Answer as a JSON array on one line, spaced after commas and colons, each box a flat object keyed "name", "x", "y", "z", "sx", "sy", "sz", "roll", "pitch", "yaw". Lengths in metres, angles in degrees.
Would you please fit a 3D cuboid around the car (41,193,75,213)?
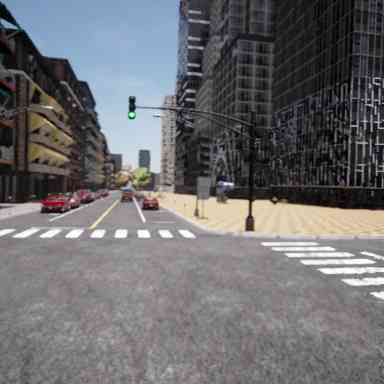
[{"name": "car", "x": -11.652, "y": 1.011, "z": 28.576, "sx": 1.887, "sy": 1.381, "sz": 4.507, "roll": 1, "pitch": 1, "yaw": -11}]

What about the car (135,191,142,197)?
[{"name": "car", "x": -13.913, "y": 0.599, "z": 85.858, "sx": 1.752, "sy": 1.417, "sz": 4.829, "roll": 1, "pitch": 0, "yaw": -11}]

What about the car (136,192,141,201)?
[{"name": "car", "x": -8.672, "y": 0.928, "z": 57.932, "sx": 2.008, "sy": 1.369, "sz": 4.403, "roll": 1, "pitch": 1, "yaw": -11}]

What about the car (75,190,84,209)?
[{"name": "car", "x": -12.693, "y": 0.844, "z": 34.127, "sx": 1.967, "sy": 1.590, "sz": 4.097, "roll": 1, "pitch": 1, "yaw": -11}]

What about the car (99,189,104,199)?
[{"name": "car", "x": -17.905, "y": 0.681, "z": 61.887, "sx": 1.802, "sy": 1.307, "sz": 4.206, "roll": 1, "pitch": 0, "yaw": -11}]

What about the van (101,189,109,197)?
[{"name": "van", "x": -22.069, "y": 0.198, "z": 84.090, "sx": 1.690, "sy": 1.788, "sz": 3.998, "roll": 1, "pitch": 0, "yaw": -11}]

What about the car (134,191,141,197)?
[{"name": "car", "x": -14.923, "y": 0.561, "z": 91.243, "sx": 1.887, "sy": 1.381, "sz": 4.507, "roll": 1, "pitch": 0, "yaw": -11}]

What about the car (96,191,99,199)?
[{"name": "car", "x": -15.819, "y": 0.660, "z": 50.781, "sx": 1.967, "sy": 1.590, "sz": 4.097, "roll": 1, "pitch": 0, "yaw": -11}]

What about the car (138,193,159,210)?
[{"name": "car", "x": -4.505, "y": 1.167, "z": 35.725, "sx": 1.887, "sy": 1.381, "sz": 4.507, "roll": 1, "pitch": 1, "yaw": -11}]

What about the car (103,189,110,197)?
[{"name": "car", "x": -21.027, "y": 0.232, "z": 78.539, "sx": 2.192, "sy": 1.841, "sz": 5.009, "roll": 1, "pitch": 0, "yaw": -11}]

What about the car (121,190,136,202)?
[{"name": "car", "x": -10.447, "y": 0.831, "z": 53.608, "sx": 1.882, "sy": 1.535, "sz": 5.008, "roll": 2, "pitch": 0, "yaw": -11}]

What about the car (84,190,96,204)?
[{"name": "car", "x": -14.775, "y": 0.596, "z": 45.229, "sx": 2.192, "sy": 1.841, "sz": 5.009, "roll": 1, "pitch": 0, "yaw": -11}]

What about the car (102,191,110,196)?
[{"name": "car", "x": -23.114, "y": 0.380, "z": 89.644, "sx": 1.802, "sy": 1.307, "sz": 4.206, "roll": 1, "pitch": 0, "yaw": -11}]

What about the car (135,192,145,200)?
[{"name": "car", "x": -10.755, "y": 0.801, "z": 69.036, "sx": 1.887, "sy": 1.381, "sz": 4.507, "roll": 1, "pitch": 1, "yaw": -11}]
